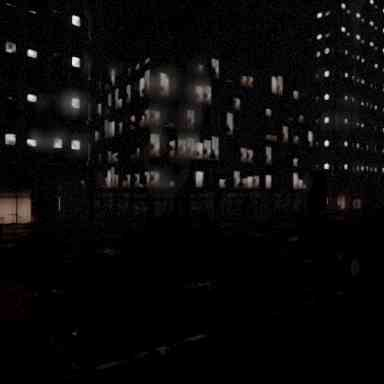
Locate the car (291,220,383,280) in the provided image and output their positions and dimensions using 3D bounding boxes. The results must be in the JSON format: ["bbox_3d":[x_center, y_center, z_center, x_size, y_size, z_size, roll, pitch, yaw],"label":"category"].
[{"bbox_3d":[4.878,1.582,10.039,4.507,1.381,1.887,0,0,-35],"label":"car"}]

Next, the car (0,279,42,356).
[{"bbox_3d":[-4.270,1.520,3.514,4.829,1.417,1.752,0,0,-35],"label":"car"}]
